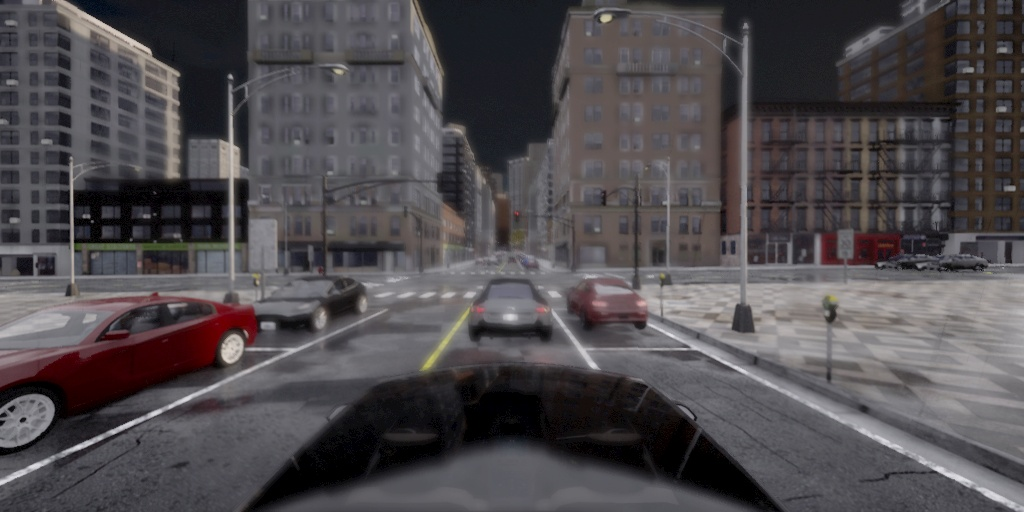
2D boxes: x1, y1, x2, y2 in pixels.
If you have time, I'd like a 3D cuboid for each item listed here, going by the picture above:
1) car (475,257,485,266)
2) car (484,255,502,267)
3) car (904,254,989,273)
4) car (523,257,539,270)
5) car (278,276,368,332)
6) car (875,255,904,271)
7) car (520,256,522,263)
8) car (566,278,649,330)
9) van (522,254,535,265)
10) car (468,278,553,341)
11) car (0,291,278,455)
[{"bbox_3d":[-5.725,1.043,64.669,1.802,1.307,4.207,0,0,0],"label":"car"},{"bbox_3d":[-3.048,1.023,58.925,1.812,1.442,4.674,0,0,0],"label":"car"},{"bbox_3d":[36.765,0.620,30.129,4.902,1.511,2.128,-1,0,0],"label":"car"},{"bbox_3d":[2.759,1.141,47.986,1.802,1.307,4.207,0,0,0],"label":"car"},{"bbox_3d":[-5.814,1.291,10.724,1.948,1.339,4.313,0,0,0],"label":"car"},{"bbox_3d":[36.745,0.595,33.379,4.902,1.511,2.128,-1,0,0],"label":"car"},{"bbox_3d":[2.786,1.042,59.088,1.888,1.381,4.507,0,0,0],"label":"car"},{"bbox_3d":[2.711,1.307,10.774,1.802,1.307,4.207,0,0,0],"label":"car"},{"bbox_3d":[2.772,0.869,53.537,1.690,1.789,3.998,0,0,0],"label":"van"},{"bbox_3d":[-0.042,1.292,9.773,1.994,1.385,4.181,0,0,0],"label":"car"},{"bbox_3d":[-5.780,1.286,5.080,1.888,1.381,4.507,0,0,0],"label":"car"}]
